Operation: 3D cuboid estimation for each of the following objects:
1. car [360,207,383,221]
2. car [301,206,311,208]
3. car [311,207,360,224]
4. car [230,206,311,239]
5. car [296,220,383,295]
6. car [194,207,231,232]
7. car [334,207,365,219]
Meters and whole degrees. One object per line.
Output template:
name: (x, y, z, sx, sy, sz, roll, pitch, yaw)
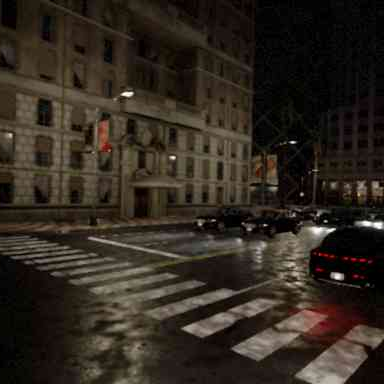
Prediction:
car: (20.376, 2.335, 36.077, 2.128, 1.511, 4.902, 1, 0, 44)
car: (9.692, 2.009, 29.940, 2.128, 1.511, 4.902, 1, -1, 44)
car: (11.606, 2.103, 26.868, 1.994, 1.385, 4.181, 1, -1, 44)
car: (4.737, 1.789, 19.548, 2.128, 1.511, 4.902, 1, -1, 43)
car: (4.974, 1.756, 9.388, 1.837, 1.490, 4.892, 1, -1, 43)
car: (2.170, 1.744, 21.927, 2.128, 1.511, 4.902, 1, -1, 43)
car: (18.722, 2.435, 39.411, 1.895, 1.301, 4.718, 1, -1, 44)
